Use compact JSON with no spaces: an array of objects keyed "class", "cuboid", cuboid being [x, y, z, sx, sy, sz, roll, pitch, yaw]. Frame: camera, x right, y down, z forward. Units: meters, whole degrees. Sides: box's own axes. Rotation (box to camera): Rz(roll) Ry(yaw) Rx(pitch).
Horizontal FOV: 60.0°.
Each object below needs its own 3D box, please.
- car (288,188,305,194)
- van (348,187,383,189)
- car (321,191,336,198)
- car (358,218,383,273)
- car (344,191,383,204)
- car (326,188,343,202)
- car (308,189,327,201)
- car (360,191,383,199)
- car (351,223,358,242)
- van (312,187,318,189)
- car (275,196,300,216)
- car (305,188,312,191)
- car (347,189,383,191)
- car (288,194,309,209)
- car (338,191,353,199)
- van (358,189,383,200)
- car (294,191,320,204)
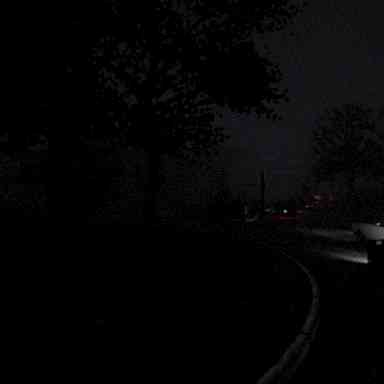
[{"class":"car","cuboid":[23.921,0.385,77.412,2.097,1.535,5.008,0,2,35]},{"class":"van","cuboid":[26.805,0.658,51.063,4.442,1.987,1.878,0,1,31]},{"class":"car","cuboid":[27.495,0.506,66.887,1.895,1.301,4.718,0,2,34]},{"class":"car","cuboid":[5.620,1.561,7.607,2.033,1.411,5.357,0,0,14]},{"class":"car","cuboid":[24.100,1.001,46.267,4.892,1.521,2.231,0,1,31]},{"class":"car","cuboid":[24.641,0.680,56.308,2.097,1.767,4.553,0,1,31]},{"class":"car","cuboid":[22.276,0.791,58.485,1.882,1.535,5.008,0,1,32]},{"class":"car","cuboid":[35.470,0.531,64.828,4.674,1.452,2.002,0,2,34]},{"class":"car","cuboid":[8.446,1.623,13.346,1.895,1.301,4.718,0,0,-4]},{"class":"van","cuboid":[30.312,-0.137,86.295,1.878,1.987,4.442,0,1,38]},{"class":"car","cuboid":[8.992,1.408,31.603,1.837,1.490,4.892,0,1,19]},{"class":"car","cuboid":[27.079,0.267,81.905,2.163,1.488,4.792,0,2,36]},{"class":"car","cuboid":[25.532,0.817,48.617,4.553,1.767,2.185,0,1,31]},{"class":"car","cuboid":[12.740,1.281,40.942,1.994,1.385,4.181,0,1,26]},{"class":"car","cuboid":[30.489,0.581,65.975,2.128,1.511,4.902,0,2,34]},{"class":"van","cuboid":[32.597,0.406,60.178,4.442,1.987,1.878,0,1,32]},{"class":"car","cuboid":[17.309,1.073,49.887,2.033,1.411,5.357,0,1,31]}]
